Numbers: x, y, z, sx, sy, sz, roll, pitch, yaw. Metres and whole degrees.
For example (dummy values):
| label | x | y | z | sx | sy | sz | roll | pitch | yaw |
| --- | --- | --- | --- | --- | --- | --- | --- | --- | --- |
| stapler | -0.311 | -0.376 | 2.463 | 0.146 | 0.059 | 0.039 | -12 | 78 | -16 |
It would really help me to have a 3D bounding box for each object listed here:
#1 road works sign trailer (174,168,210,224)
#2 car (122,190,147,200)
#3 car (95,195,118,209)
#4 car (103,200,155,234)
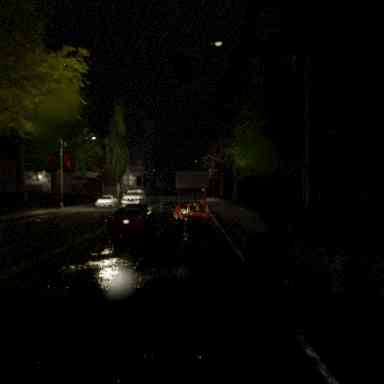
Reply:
| label | x | y | z | sx | sy | sz | roll | pitch | yaw |
| --- | --- | --- | --- | --- | --- | --- | --- | --- | --- |
| road works sign trailer | 0.003 | 0.213 | 22.446 | 2.380 | 3.560 | 2.880 | 0 | 1 | 0 |
| car | -6.590 | 0.818 | 38.399 | 2.150 | 2.045 | 5.566 | 0 | 0 | 0 |
| car | -9.837 | 1.119 | 38.774 | 1.812 | 1.442 | 4.674 | 0 | 1 | 0 |
| car | -3.149 | 1.361 | 17.875 | 1.994 | 1.385 | 4.181 | 0 | 1 | 0 |
